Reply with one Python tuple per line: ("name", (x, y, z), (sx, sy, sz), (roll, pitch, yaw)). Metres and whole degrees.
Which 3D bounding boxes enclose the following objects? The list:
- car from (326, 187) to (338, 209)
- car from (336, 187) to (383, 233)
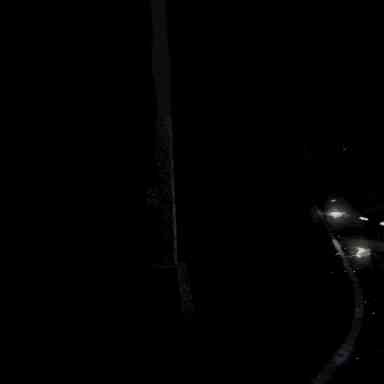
("car", (10.574, 0.330, 23.660), (2.033, 1.411, 5.357), (-1, 2, 18))
("car", (7.372, 0.741, 13.840), (1.837, 1.490, 4.892), (-1, 2, 18))
